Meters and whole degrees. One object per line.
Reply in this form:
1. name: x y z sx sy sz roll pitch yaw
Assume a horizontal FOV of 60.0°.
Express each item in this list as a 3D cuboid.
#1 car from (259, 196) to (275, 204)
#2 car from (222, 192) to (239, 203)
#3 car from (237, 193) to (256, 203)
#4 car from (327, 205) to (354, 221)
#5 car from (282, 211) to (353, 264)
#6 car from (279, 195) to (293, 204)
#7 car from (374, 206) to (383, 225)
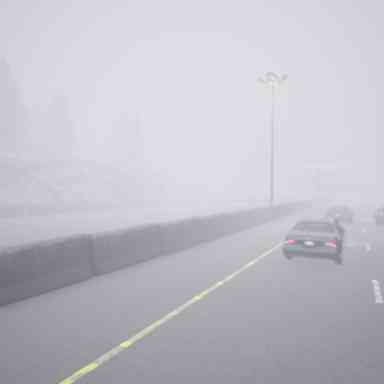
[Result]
1. car: 14.300 1.421 63.125 2.033 1.411 5.357 0 1 27
2. car: 7.903 1.056 65.953 2.150 2.045 5.566 0 1 27
3. car: 11.130 1.348 64.615 2.128 1.511 4.902 0 1 27
4. car: 11.892 1.726 26.803 1.994 1.385 4.181 0 0 27
5. car: 4.765 1.658 12.531 2.033 1.411 5.357 0 0 27
6. car: 17.456 1.398 61.639 1.837 1.490 4.892 0 1 27
7. car: 14.983 1.747 25.156 1.994 1.385 4.181 0 0 27
